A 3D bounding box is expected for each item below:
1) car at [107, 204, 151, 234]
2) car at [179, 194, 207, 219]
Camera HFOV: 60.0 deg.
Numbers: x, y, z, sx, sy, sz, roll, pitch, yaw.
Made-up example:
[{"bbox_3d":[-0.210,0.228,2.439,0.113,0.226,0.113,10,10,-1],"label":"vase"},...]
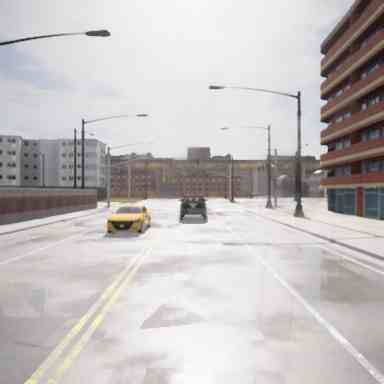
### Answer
[{"bbox_3d":[-3.544,1.470,19.408,1.882,1.535,5.008,0,0,0],"label":"car"},{"bbox_3d":[0.106,1.210,28.616,2.150,2.045,5.566,0,0,0],"label":"car"}]
